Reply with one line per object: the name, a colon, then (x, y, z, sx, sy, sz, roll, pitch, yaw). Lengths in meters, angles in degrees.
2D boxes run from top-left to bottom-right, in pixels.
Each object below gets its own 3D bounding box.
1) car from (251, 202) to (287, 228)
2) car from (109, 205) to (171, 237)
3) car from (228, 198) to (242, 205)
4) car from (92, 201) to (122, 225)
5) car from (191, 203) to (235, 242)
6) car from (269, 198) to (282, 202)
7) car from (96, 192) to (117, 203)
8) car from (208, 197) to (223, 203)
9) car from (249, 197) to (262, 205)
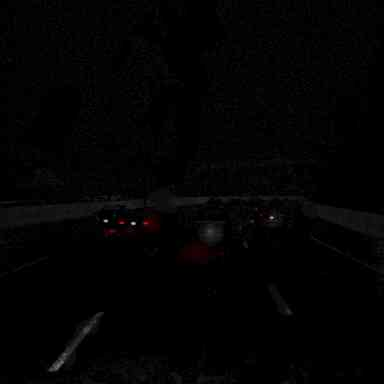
car: (5.394, 1.645, 23.255, 1.994, 1.385, 4.181, 0, 0, 8)
car: (-2.475, 1.550, 18.275, 2.033, 1.411, 5.357, 0, 0, 7)
car: (7.986, 1.722, 61.373, 1.994, 1.385, 4.181, 0, 0, 21)
car: (-5.262, 1.586, 23.771, 1.895, 1.301, 4.718, 0, 0, 9)
car: (1.046, 1.524, 16.599, 2.128, 1.511, 4.902, 0, 0, 6)
car: (15.208, 1.786, 60.258, 1.994, 1.385, 4.181, 0, 0, 22)
car: (-13.336, 0.983, 53.463, 2.150, 2.045, 5.566, 1, 0, 16)
car: (4.271, 1.650, 61.512, 1.812, 1.442, 4.674, 0, 0, 21)
car: (11.650, 1.682, 60.865, 2.128, 1.511, 4.902, 0, 0, 21)
